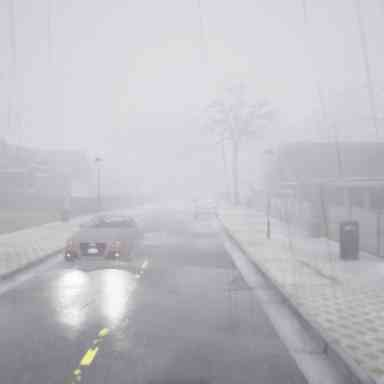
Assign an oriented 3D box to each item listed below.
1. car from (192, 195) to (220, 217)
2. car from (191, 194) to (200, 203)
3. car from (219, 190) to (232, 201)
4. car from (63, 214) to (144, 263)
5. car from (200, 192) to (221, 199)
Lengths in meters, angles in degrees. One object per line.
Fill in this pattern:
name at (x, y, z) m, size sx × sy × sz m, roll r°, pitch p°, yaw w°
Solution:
car at (1.220, 1.290, 28.048) m, size 1.812 × 1.442 × 4.674 m, roll 0°, pitch 1°, yaw 3°
car at (1.106, 1.016, 54.766) m, size 1.812 × 1.442 × 4.674 m, roll 0°, pitch 1°, yaw 12°
car at (6.448, 0.626, 65.147) m, size 2.150 × 2.045 × 5.566 m, roll 0°, pitch 1°, yaw 16°
car at (-2.866, 1.492, 11.607) m, size 1.994 × 1.385 × 4.181 m, roll 0°, pitch 0°, yaw 0°
car at (2.672, 1.086, 48.254) m, size 1.812 × 1.442 × 4.674 m, roll 0°, pitch 1°, yaw 11°
